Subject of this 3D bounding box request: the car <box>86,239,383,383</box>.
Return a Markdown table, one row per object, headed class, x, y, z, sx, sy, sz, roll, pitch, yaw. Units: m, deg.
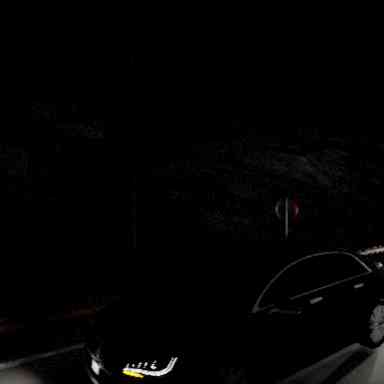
| class | x | y | z | sx | sy | sz | roll | pitch | yaw |
| --- | --- | --- | --- | --- | --- | --- | --- | --- | --- |
| car | 1.026 | 1.500 | 4.711 | 4.892 | 1.490 | 1.837 | 0 | 0 | -35 |
